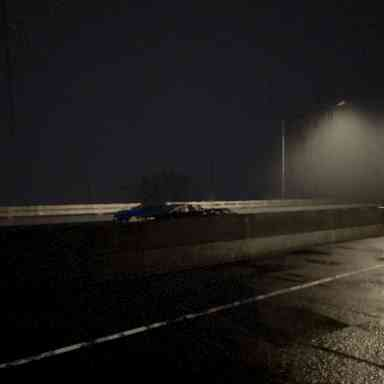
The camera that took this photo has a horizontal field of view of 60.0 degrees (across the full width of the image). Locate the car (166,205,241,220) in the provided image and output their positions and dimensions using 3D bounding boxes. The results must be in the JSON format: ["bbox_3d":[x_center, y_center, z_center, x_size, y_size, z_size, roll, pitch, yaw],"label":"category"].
[{"bbox_3d":[1.072,1.559,17.477,4.181,1.385,1.994,0,0,-35],"label":"car"}]

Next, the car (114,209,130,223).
[{"bbox_3d":[-2.951,1.462,23.205,5.008,1.535,1.882,0,0,-35],"label":"car"}]

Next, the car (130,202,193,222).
[{"bbox_3d":[-0.939,1.480,20.341,4.902,1.511,2.128,0,0,-35],"label":"car"}]
